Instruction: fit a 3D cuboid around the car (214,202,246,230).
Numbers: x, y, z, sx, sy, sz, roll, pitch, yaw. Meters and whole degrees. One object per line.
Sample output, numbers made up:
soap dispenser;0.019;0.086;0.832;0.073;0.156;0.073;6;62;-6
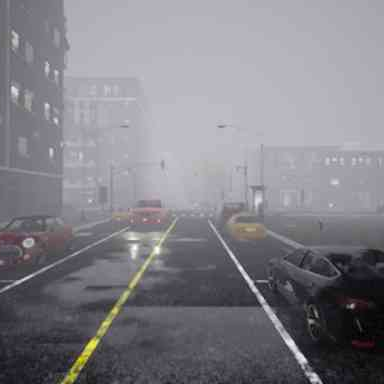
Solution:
car;2.692;1.565;22.878;2.192;1.841;5.009;0;-1;0

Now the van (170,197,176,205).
van;-5.685;2.307;83.458;1.690;1.788;3.998;0;-1;0

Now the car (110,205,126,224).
car;-5.689;1.833;28.247;1.752;1.417;4.829;0;-1;0

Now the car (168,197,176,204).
car;-5.684;2.429;94.851;2.192;1.841;5.009;0;-1;0

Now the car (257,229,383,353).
car;2.690;1.636;6.257;1.947;1.339;4.313;0;-1;0

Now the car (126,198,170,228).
car;-3.083;1.489;24.630;2.150;2.045;5.566;0;0;0

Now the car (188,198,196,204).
car;0.007;2.475;88.967;1.882;1.535;5.008;0;-1;0

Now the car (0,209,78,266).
car;-5.690;1.569;11.799;1.967;1.590;4.097;0;-1;0

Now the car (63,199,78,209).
car;-17.270;1.727;42.653;5.009;1.841;2.192;0;-1;0

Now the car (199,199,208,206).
car;2.695;2.334;77.757;1.967;1.590;4.097;0;-1;0

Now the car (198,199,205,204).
car;2.697;2.665;94.845;2.008;1.369;4.403;0;-1;0

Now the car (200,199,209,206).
car;2.695;2.263;72.062;1.967;1.590;4.097;0;-1;0

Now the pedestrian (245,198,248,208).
pedestrian;6.138;1.550;37.423;0.375;1.860;0.375;0;-1;0

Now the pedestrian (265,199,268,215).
pedestrian;8.138;1.651;36.822;0.375;1.860;0.375;0;-1;0

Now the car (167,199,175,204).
car;-5.684;2.621;89.151;1.802;1.307;4.206;0;-1;0

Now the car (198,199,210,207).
car;2.695;2.303;66.364;2.008;1.369;4.403;0;-1;0

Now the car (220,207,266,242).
car;2.691;1.717;17.506;1.752;1.417;4.829;0;-1;0

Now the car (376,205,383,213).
car;26.154;2.139;42.901;4.507;1.381;1.887;0;-1;0

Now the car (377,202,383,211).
car;31.448;2.236;51.370;4.829;1.417;1.752;0;-1;0

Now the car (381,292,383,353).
car;2.690;1.560;0.718;2.008;1.369;4.403;0;-1;0
